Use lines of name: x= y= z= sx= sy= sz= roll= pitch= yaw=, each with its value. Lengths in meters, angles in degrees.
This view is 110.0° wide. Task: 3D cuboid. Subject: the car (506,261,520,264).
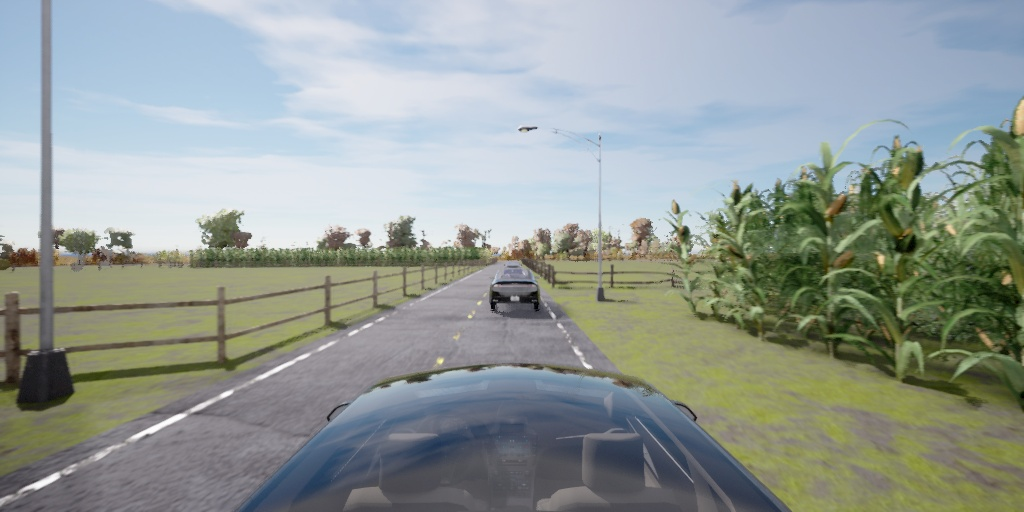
car: x=0.101 y=1.266 z=36.677 sx=1.812 sy=1.442 sz=4.674 roll=0 pitch=0 yaw=0

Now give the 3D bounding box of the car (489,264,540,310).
car: x=0.100 y=1.237 z=14.594 sx=2.128 sy=1.511 sz=4.902 roll=0 pitch=0 yaw=0
